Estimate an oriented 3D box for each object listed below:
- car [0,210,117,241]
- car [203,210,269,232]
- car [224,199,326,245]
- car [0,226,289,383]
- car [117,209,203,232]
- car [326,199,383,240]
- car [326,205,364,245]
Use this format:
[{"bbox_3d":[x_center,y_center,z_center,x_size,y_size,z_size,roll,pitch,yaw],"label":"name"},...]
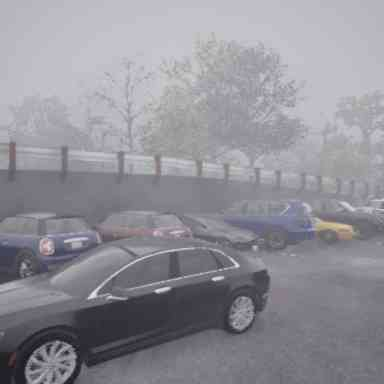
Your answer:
[{"bbox_3d":[-4.662,1.377,9.644,4.553,1.767,2.185,-1,-1,35],"label":"car"},{"bbox_3d":[0.263,1.595,13.159,4.792,1.488,2.163,-1,-2,35],"label":"car"},{"bbox_3d":[2.675,1.346,14.952,5.566,2.045,2.435,-1,-1,34],"label":"car"},{"bbox_3d":[-0.855,1.528,5.223,4.892,1.490,1.837,1,0,-35],"label":"car"},{"bbox_3d":[-2.200,1.409,11.408,4.553,1.767,2.185,-1,-1,34],"label":"car"},{"bbox_3d":[7.648,1.407,18.420,5.566,2.045,2.435,-1,-1,35],"label":"car"},{"bbox_3d":[5.316,1.623,16.582,5.366,1.575,1.946,-1,-1,35],"label":"car"}]
